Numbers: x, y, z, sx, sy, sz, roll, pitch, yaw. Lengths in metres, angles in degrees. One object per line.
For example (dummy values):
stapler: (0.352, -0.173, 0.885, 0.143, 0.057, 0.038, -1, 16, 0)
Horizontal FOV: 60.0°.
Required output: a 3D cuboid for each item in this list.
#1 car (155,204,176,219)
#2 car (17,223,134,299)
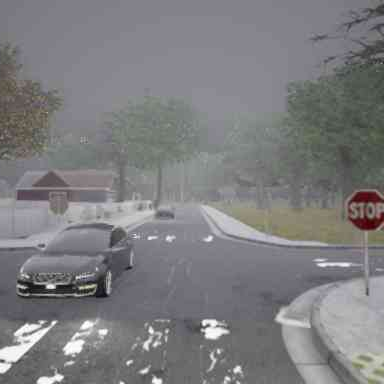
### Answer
car: (-2.759, 2.011, 34.843, 1.882, 1.535, 5.008, 0, -1, 0)
car: (-2.753, 1.649, 8.916, 1.837, 1.490, 4.892, 0, -1, 0)
